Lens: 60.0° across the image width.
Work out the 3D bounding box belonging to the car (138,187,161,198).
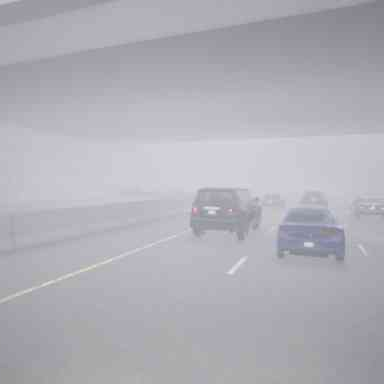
[{"bbox_3d":[-5.328,0.111,46.700,1.812,1.442,4.674,1,2,21],"label":"car"}]

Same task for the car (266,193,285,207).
[{"bbox_3d":[7.457,0.753,30.441,1.994,1.385,4.181,1,2,21],"label":"car"}]

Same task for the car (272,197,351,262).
[{"bbox_3d":[4.015,1.189,11.240,1.882,1.535,5.008,1,2,21],"label":"car"}]

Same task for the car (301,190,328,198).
[{"bbox_3d":[10.474,0.629,28.515,2.097,1.767,4.553,1,2,21],"label":"car"}]

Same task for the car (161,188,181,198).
[{"bbox_3d":[-1.923,0.137,45.818,2.128,1.511,4.902,1,2,21],"label":"car"}]

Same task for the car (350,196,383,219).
[{"bbox_3d":[12.122,1.002,22.990,2.033,1.411,5.357,1,2,21],"label":"car"}]

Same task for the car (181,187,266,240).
[{"bbox_3d":[1.679,0.799,14.935,2.150,2.045,5.566,1,2,21],"label":"car"}]

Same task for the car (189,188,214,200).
[{"bbox_3d":[1.407,0.217,44.739,1.837,1.490,4.892,1,2,21],"label":"car"}]

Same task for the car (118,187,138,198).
[{"bbox_3d":[-8.709,0.025,47.639,1.837,1.490,4.892,1,2,21],"label":"car"}]
